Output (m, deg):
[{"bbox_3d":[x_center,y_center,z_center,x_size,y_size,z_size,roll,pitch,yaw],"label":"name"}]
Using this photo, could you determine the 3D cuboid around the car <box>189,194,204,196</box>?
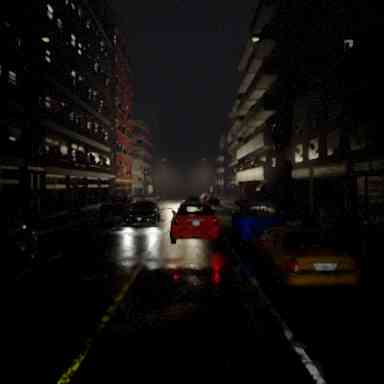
[{"bbox_3d":[0.111,1.198,39.616,1.837,1.490,4.892,0,1,0],"label":"car"}]

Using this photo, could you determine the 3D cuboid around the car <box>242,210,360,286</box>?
[{"bbox_3d":[2.682,1.452,9.005,1.752,1.417,4.829,-1,0,0],"label":"car"}]

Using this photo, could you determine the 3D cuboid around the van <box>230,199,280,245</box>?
[{"bbox_3d":[2.681,1.225,14.518,1.690,1.788,3.998,-1,0,0],"label":"van"}]

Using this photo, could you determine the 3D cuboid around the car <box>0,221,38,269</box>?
[{"bbox_3d":[-5.697,1.495,8.841,1.947,1.339,4.313,-1,0,0],"label":"car"}]

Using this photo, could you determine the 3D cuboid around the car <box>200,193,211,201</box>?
[{"bbox_3d":[2.695,0.943,65.680,1.967,1.590,4.097,-1,0,0],"label":"car"}]

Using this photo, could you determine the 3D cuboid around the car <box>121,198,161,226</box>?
[{"bbox_3d":[-3.093,1.331,21.914,1.837,1.490,4.892,0,0,0],"label":"car"}]

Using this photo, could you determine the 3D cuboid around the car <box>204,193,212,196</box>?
[{"bbox_3d":[2.691,1.219,42.942,2.008,1.369,4.403,-1,0,0],"label":"car"}]

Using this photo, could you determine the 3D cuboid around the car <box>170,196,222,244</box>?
[{"bbox_3d":[0.115,1.230,15.208,2.097,1.767,4.553,0,0,-1],"label":"car"}]

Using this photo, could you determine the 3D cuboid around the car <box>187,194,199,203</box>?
[{"bbox_3d":[0.115,1.123,57.844,1.994,1.385,4.181,0,0,0],"label":"car"}]

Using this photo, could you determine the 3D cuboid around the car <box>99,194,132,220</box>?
[{"bbox_3d":[-5.697,1.111,25.893,2.192,1.841,5.009,-1,0,0],"label":"car"}]
